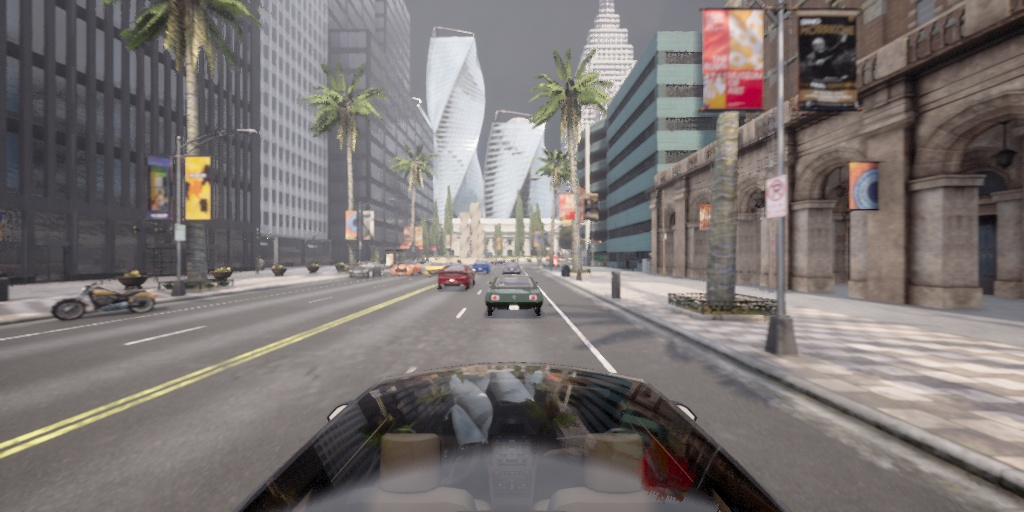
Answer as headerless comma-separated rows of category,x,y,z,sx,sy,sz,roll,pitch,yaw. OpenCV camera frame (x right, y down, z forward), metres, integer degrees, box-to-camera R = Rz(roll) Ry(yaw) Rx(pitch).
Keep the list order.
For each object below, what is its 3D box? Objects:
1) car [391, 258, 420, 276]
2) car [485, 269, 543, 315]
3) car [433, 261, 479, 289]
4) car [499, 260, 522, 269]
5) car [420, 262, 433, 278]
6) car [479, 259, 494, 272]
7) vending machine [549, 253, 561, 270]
car,-10.697,1.127,36.721,2.097,1.767,4.553,0,0,0
car,0.067,1.357,13.632,1.895,1.301,4.718,0,0,0
car,-3.462,1.241,23.034,1.882,1.535,5.008,0,0,0
car,-0.002,1.315,35.944,2.033,1.411,5.357,0,0,0
car,-7.195,1.250,35.222,1.882,1.535,5.008,0,0,0
car,-3.520,1.251,41.925,1.882,1.535,5.008,0,0,0
vending machine,7.615,0.973,63.750,1.100,2.100,0.880,0,0,10
